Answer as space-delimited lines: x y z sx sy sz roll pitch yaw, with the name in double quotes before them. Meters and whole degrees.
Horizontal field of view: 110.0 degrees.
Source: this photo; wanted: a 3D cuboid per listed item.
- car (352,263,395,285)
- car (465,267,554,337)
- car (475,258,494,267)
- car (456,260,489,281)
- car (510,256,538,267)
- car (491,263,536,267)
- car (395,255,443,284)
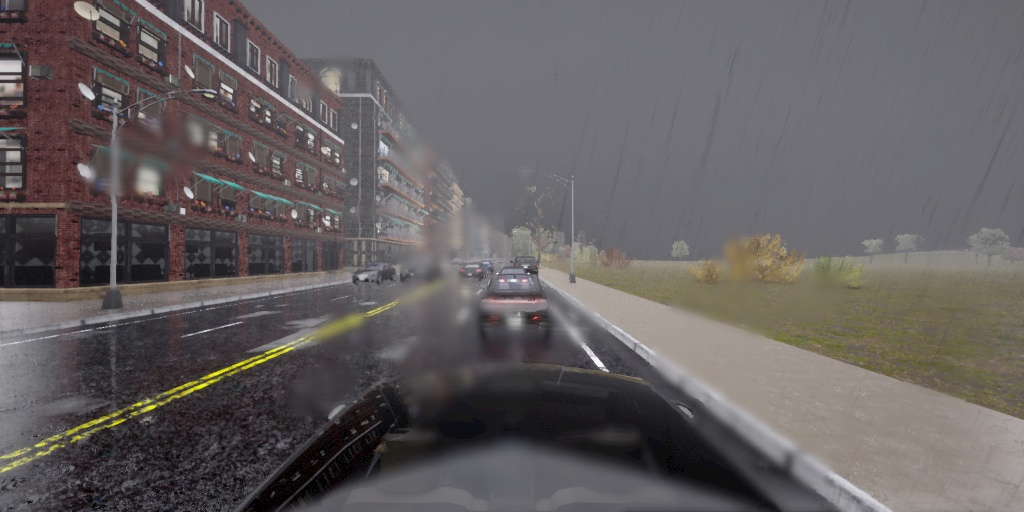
"car" -9.907 1.245 26.109 2.128 1.511 4.902 0 0 0
"car" 0.081 1.243 10.331 2.128 1.511 4.902 0 0 0
"car" -3.249 1.280 44.417 1.812 1.442 4.674 0 0 0
"car" -3.216 1.280 30.115 1.812 1.442 4.674 0 0 0
"car" 1.070 0.979 30.984 2.150 2.045 5.566 0 0 0
"car" 0.060 1.301 20.771 2.033 1.411 5.357 0 0 0
"car" -6.658 0.975 27.082 2.150 2.045 5.566 0 0 0
